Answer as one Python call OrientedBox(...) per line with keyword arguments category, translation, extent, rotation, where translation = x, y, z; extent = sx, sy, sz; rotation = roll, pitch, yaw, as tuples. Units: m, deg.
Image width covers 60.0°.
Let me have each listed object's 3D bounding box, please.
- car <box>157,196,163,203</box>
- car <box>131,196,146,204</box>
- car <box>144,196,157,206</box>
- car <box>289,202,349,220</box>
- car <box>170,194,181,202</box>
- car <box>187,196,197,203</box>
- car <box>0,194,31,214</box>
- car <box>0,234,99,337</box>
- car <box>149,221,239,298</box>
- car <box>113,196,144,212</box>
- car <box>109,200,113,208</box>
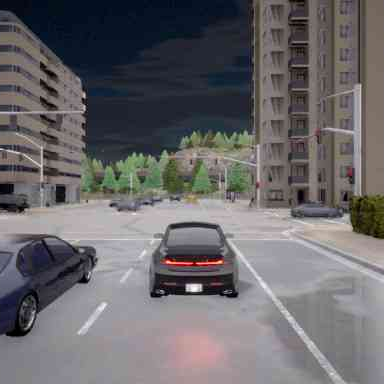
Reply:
OrientedBox(category="car", translation=(-7.119, 1.475, 68.474), extent=(1.882, 1.535, 5.008), rotation=(0, 0, 0))
OrientedBox(category="car", translation=(-10.627, 1.547, 66.350), extent=(2.033, 1.411, 5.357), rotation=(0, 0, 0))
OrientedBox(category="car", translation=(-7.183, 1.564, 53.054), extent=(1.994, 1.385, 4.181), rotation=(0, 0, 0))
OrientedBox(category="car", translation=(10.322, 1.564, 27.767), extent=(4.181, 1.385, 1.994), rotation=(0, 0, 5))
OrientedBox(category="car", translation=(-3.625, 1.194, 72.963), extent=(2.097, 1.767, 4.553), rotation=(0, 0, 0))
OrientedBox(category="car", translation=(-0.037, 1.477, 70.059), extent=(1.882, 1.535, 5.008), rotation=(0, 0, 0))
OrientedBox(category="car", translation=(-19.962, 1.221, 34.870), extent=(5.566, 2.045, 2.150), rotation=(0, 1, -3))
OrientedBox(category="car", translation=(-3.461, 1.547, 6.576), extent=(2.033, 1.411, 5.357), rotation=(0, 0, 0))
OrientedBox(category="car", translation=(0.049, 1.505, 8.505), extent=(1.837, 1.490, 4.892), rotation=(0, 0, 0))
OrientedBox(category="car", translation=(-7.165, 1.351, 37.965), extent=(2.097, 1.767, 4.553), rotation=(0, 0, 0))
OrientedBox(category="car", translation=(-10.679, 1.564, 48.191), extent=(1.994, 1.385, 4.181), rotation=(0, 0, 0))
